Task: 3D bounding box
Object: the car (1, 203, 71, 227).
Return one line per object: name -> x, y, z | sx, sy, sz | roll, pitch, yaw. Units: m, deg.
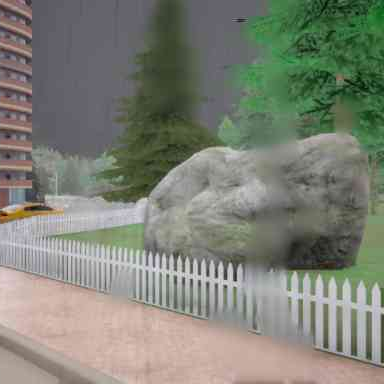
car -> -9.728, 1.422, 20.474 | 1.882, 1.535, 5.008 | 0, 0, 27
